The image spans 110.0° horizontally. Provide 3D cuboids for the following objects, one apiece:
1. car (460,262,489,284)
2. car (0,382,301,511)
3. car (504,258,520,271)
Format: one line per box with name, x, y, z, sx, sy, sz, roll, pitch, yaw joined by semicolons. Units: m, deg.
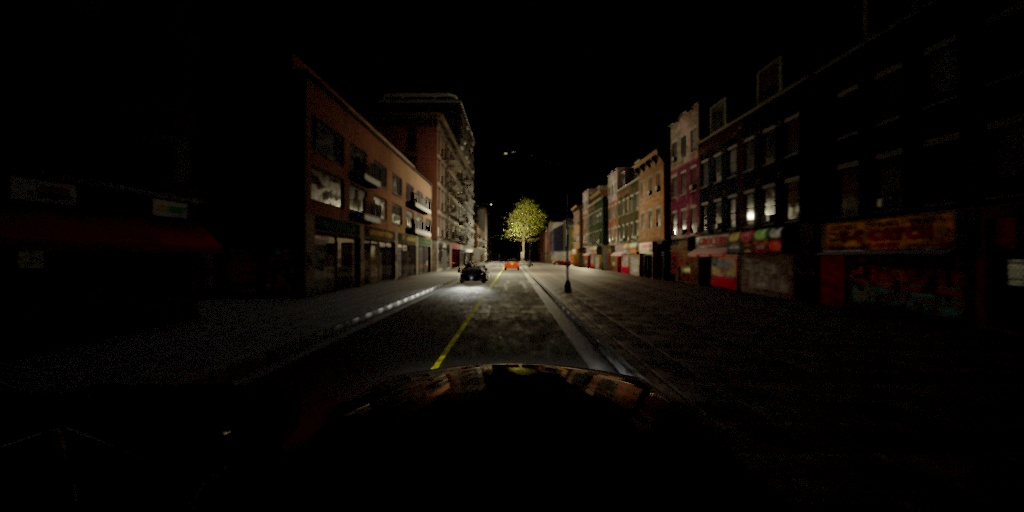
car;-2.774;1.243;27.159;2.128;1.511;4.902;0;0;0
car;-2.840;1.351;0.987;1.895;1.301;4.718;0;0;0
car;-0.009;1.105;50.267;2.097;1.767;4.553;0;0;0
